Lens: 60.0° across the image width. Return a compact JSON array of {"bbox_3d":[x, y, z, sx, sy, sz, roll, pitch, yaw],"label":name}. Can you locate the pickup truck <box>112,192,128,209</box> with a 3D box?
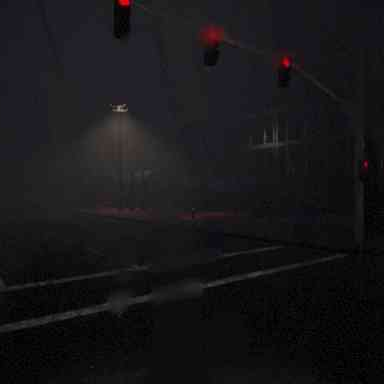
[{"bbox_3d":[-8.918,1.047,43.739,2.390,2.098,6.274,0,0,-7],"label":"pickup truck"}]
